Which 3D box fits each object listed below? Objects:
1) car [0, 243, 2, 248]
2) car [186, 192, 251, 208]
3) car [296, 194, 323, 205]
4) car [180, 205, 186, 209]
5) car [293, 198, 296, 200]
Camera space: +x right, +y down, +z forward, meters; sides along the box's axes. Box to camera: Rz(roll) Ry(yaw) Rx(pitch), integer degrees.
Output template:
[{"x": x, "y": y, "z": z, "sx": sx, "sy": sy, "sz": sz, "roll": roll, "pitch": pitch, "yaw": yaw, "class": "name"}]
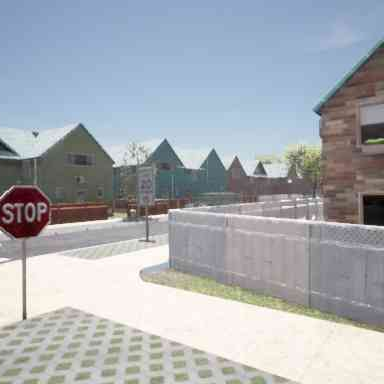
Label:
[{"x": -7.954, "y": 1.597, "z": 9.050, "sx": 1.895, "sy": 1.301, "sz": 4.718, "roll": -2, "pitch": 0, "yaw": 36, "class": "car"}, {"x": 2.333, "y": 1.054, "z": 23.151, "sx": 2.150, "sy": 2.045, "sz": 5.566, "roll": -2, "pitch": -1, "yaw": 36, "class": "car"}, {"x": 14.512, "y": 1.047, "z": 39.798, "sx": 2.097, "sy": 1.767, "sz": 4.553, "roll": -2, "pitch": -1, "yaw": 36, "class": "car"}, {"x": 0.376, "y": 1.465, "z": 25.454, "sx": 1.994, "sy": 1.385, "sz": 4.181, "roll": -2, "pitch": -1, "yaw": 36, "class": "car"}, {"x": 14.788, "y": 1.309, "z": 45.011, "sx": 1.994, "sy": 1.385, "sz": 4.181, "roll": -2, "pitch": -1, "yaw": 36, "class": "car"}]
